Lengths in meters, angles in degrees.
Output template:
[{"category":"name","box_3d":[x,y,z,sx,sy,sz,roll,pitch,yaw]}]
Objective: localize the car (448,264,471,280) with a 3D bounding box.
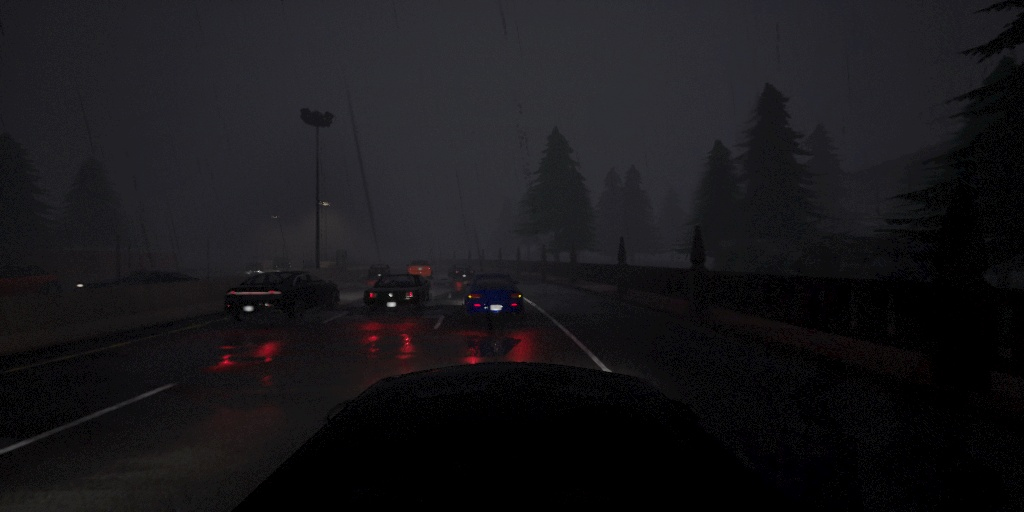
[{"category":"car","box_3d":[-4.650,1.374,32.307,1.895,1.301,4.718,0,0,-17]}]

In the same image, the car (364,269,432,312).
[{"category":"car","box_3d":[-4.397,1.370,14.514,1.895,1.301,4.718,0,0,-7]}]

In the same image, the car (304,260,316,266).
[{"category":"car","box_3d":[-30.862,1.403,54.902,1.812,1.442,4.674,0,0,-33]}]

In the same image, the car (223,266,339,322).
[{"category":"car","box_3d":[-7.724,1.273,12.570,2.128,1.511,4.902,0,0,-6]}]

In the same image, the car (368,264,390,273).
[{"category":"car","box_3d":[-12.495,1.404,33.937,1.895,1.301,4.718,0,0,-18]}]

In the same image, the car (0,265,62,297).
[{"category":"car","box_3d":[-22.395,1.190,15.172,2.097,1.767,4.553,0,0,-10]}]

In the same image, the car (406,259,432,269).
[{"category":"car","box_3d":[-8.515,1.140,32.767,2.097,1.767,4.553,0,0,-17]}]

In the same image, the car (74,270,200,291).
[{"category":"car","box_3d":[-15.352,1.375,15.397,1.994,1.385,4.181,0,0,-9]}]

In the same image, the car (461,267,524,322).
[{"category":"car","box_3d":[-0.692,1.280,12.331,1.812,1.442,4.674,0,0,-6]}]
